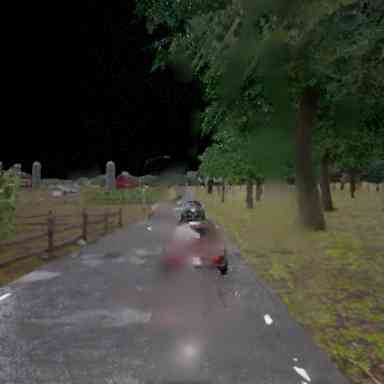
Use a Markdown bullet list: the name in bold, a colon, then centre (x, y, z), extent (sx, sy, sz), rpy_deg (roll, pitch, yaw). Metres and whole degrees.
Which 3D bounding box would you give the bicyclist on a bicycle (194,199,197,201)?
- **bicyclist on a bicycle**: centre (0.745, 2.371, 71.429), extent (0.582, 1.620, 1.656), rpy_deg (0, -1, 0)

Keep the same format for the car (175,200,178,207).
- **car**: centre (-2.761, 2.438, 71.628), extent (2.128, 1.511, 4.902), rpy_deg (0, -1, 0)

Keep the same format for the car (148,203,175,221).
- **car**: centre (-2.853, 1.755, 30.461), extent (1.882, 1.535, 5.008), rpy_deg (0, -1, 0)

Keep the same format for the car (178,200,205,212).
- **car**: centre (0.091, 1.637, 30.992), extent (2.097, 1.767, 4.553), rpy_deg (0, -1, 0)

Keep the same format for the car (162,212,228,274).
- **car**: centre (0.087, 1.608, 10.752), extent (1.812, 1.442, 4.674), rpy_deg (0, 0, 0)
